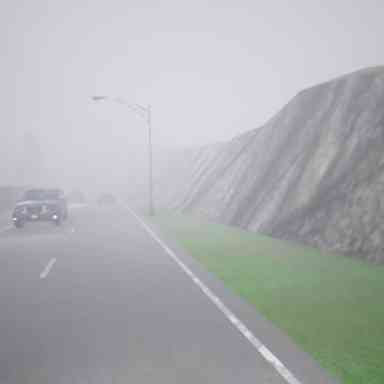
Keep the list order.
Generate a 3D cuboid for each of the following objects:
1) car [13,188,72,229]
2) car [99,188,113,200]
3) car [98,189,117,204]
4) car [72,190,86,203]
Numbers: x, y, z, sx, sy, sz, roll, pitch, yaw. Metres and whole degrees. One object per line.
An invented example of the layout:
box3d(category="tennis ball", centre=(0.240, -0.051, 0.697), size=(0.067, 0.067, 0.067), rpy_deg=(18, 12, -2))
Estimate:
box3d(category="car", centre=(-8.513, 0.798, 19.166), size=(2.150, 2.045, 5.566), rpy_deg=(-2, 2, -15))
box3d(category="car", centre=(-12.211, 0.242, 47.206), size=(1.812, 1.442, 4.674), rpy_deg=(-2, 2, -16))
box3d(category="car", centre=(-9.454, 0.520, 37.039), size=(1.812, 1.442, 4.674), rpy_deg=(-2, 2, -14))
box3d(category="car", centre=(-14.021, 0.483, 40.417), size=(2.128, 1.511, 4.902), rpy_deg=(-2, 2, -15))
